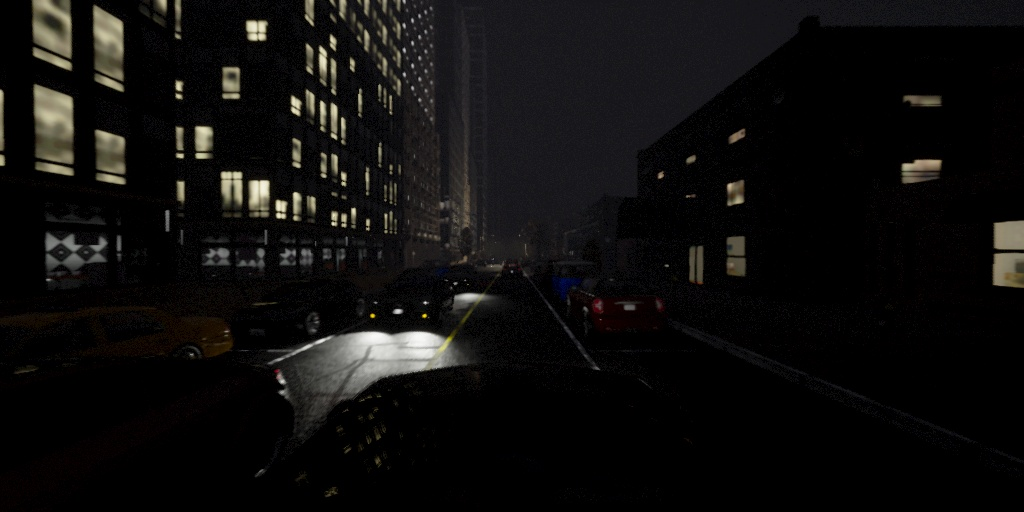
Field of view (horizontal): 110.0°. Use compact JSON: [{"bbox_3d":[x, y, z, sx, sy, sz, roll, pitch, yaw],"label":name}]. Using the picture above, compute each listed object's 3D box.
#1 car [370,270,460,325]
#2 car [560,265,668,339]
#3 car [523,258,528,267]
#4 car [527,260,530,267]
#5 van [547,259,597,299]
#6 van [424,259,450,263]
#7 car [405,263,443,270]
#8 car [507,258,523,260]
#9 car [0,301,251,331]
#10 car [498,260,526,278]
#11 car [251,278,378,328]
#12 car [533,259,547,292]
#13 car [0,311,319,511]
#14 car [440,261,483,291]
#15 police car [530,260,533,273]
[{"bbox_3d":[-3.100,1.319,11.761,1.994,1.385,4.181,0,0,0],"label":"car"},{"bbox_3d":[2.689,1.195,10.087,1.967,1.591,4.097,0,0,0],"label":"car"},{"bbox_3d":[2.688,1.351,60.884,1.948,1.339,4.313,0,0,0],"label":"car"},{"bbox_3d":[3.145,1.277,42.996,1.837,1.490,4.892,0,0,0],"label":"car"},{"bbox_3d":[2.688,1.099,15.731,1.690,1.789,3.998,0,0,0],"label":"van"},{"bbox_3d":[-5.660,1.104,27.074,1.690,1.789,3.998,0,0,0],"label":"van"},{"bbox_3d":[-5.659,1.326,21.430,1.948,1.339,4.313,0,0,0],"label":"car"},{"bbox_3d":[0.052,1.127,46.738,2.097,1.767,4.553,0,0,1],"label":"car"},{"bbox_3d":[-5.830,1.277,4.328,1.751,1.417,4.829,0,0,0],"label":"car"},{"bbox_3d":[0.013,1.332,33.943,1.994,1.385,4.181,0,0,0],"label":"car"},{"bbox_3d":[-5.659,1.320,10.141,1.948,1.339,4.313,0,0,0],"label":"car"},{"bbox_3d":[2.688,1.076,21.375,2.192,1.841,5.009,0,0,0],"label":"car"},{"bbox_3d":[-3.103,1.314,1.769,1.994,1.385,4.181,0,0,0],"label":"car"},{"bbox_3d":[-3.092,1.266,22.135,1.837,1.490,4.892,0,0,0],"label":"car"},{"bbox_3d":[3.133,1.194,36.105,1.930,1.638,5.238,0,0,0],"label":"police car"}]
